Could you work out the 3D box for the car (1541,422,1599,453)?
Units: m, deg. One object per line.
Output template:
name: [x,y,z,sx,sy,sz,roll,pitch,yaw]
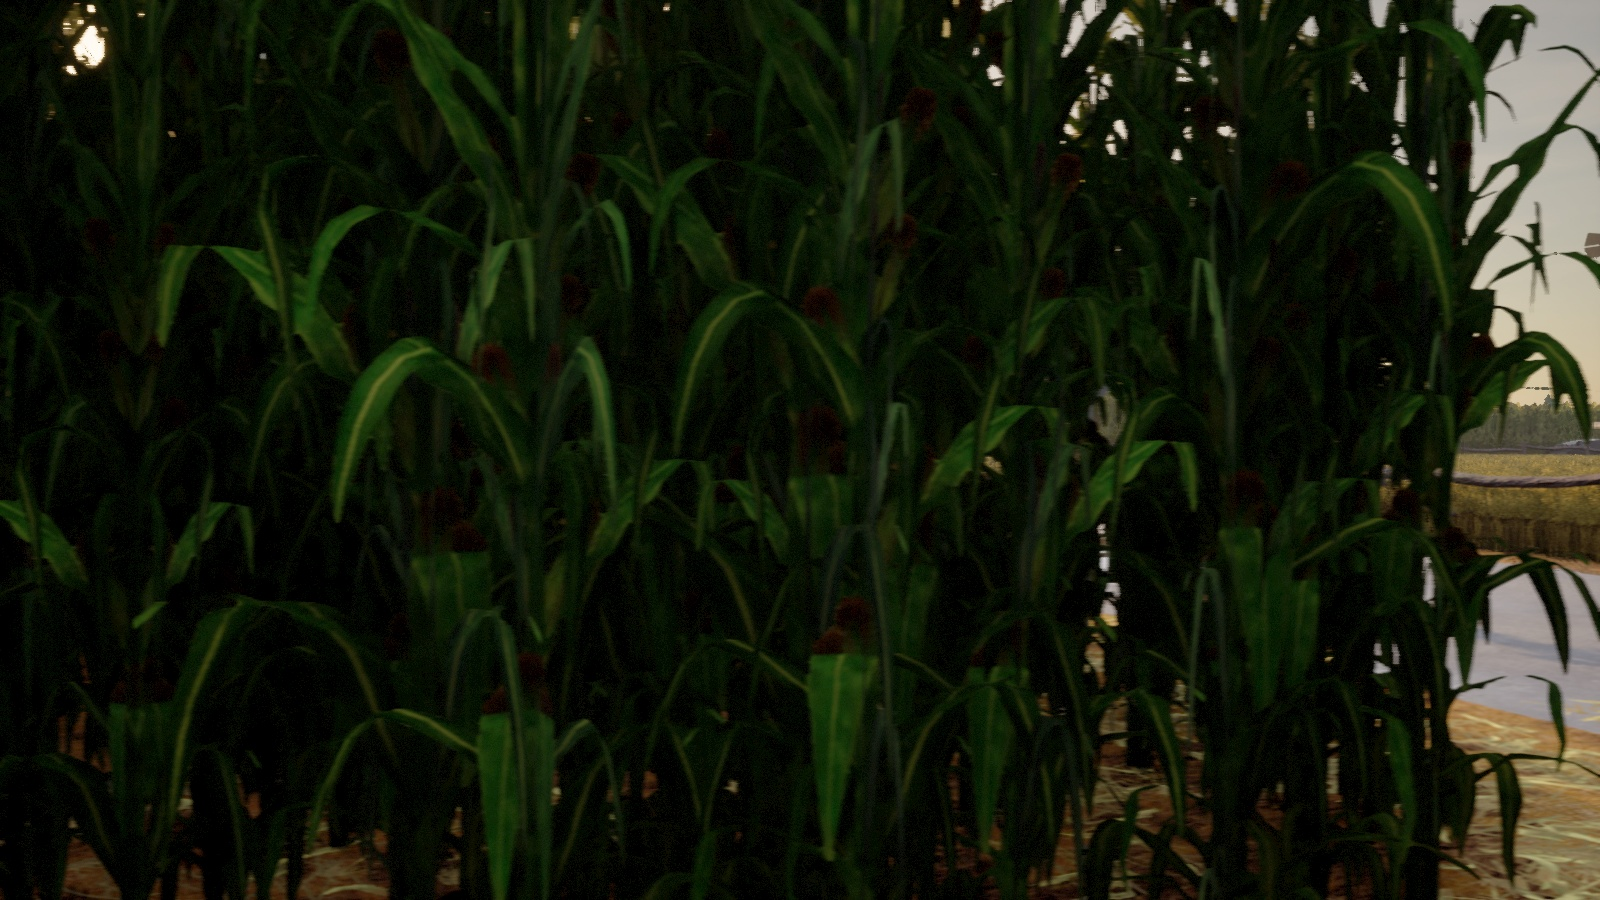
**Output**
car: [40.115,-0.651,63.055,4.892,1.490,1.837,-1,0,-7]
